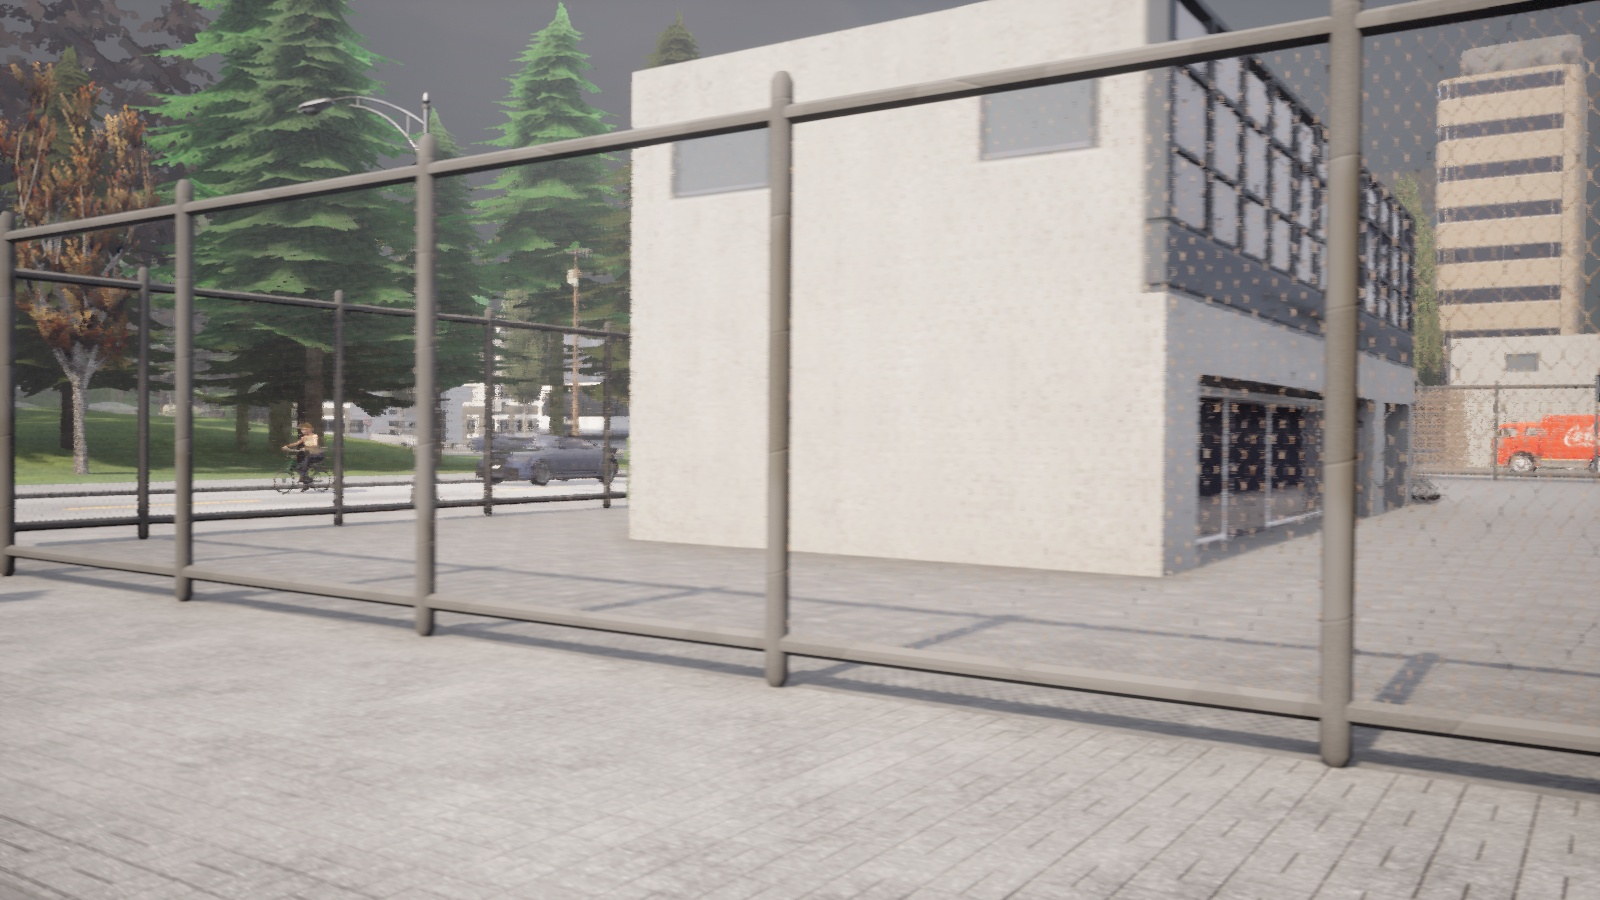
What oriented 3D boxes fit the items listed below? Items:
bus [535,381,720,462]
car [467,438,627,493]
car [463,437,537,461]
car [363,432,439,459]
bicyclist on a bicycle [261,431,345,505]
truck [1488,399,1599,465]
[{"bbox_3d":[-9.749,-1.515,70.148,10.273,4.253,3.944,0,1,35],"label":"bus"},{"bbox_3d":[-6.963,0.381,34.953,1.994,1.385,4.181,0,1,33],"label":"car"},{"bbox_3d":[-18.060,-0.074,75.623,4.181,1.385,1.994,0,1,33],"label":"car"},{"bbox_3d":[-25.608,-0.293,80.642,4.611,1.667,2.242,0,1,33],"label":"car"},{"bbox_3d":[-11.261,0.381,28.485,0.866,1.612,1.509,0,1,33],"label":"bicyclist on a bicycle"},{"bbox_3d":[29.781,-0.690,48.719,5.204,2.467,2.627,0,1,33],"label":"truck"}]
